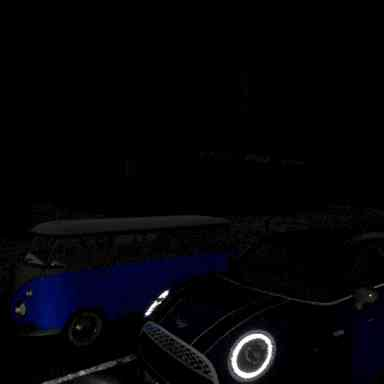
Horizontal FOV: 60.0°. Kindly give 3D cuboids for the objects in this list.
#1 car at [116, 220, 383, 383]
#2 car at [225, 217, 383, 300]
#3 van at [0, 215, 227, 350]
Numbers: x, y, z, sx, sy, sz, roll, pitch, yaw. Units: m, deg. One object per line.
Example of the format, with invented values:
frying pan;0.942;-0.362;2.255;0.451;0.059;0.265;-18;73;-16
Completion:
car;1.568;1.352;4.485;4.553;1.767;2.097;0;0;-35
car;3.291;1.525;8.976;4.829;1.417;1.752;0;0;-35
van;-1.006;1.341;5.928;3.998;1.788;1.690;0;0;-35
